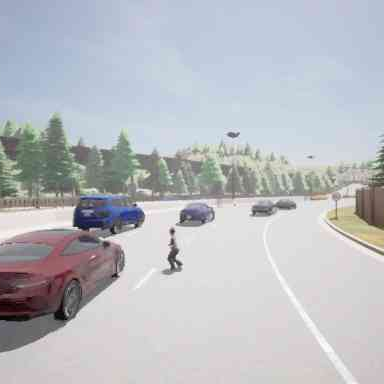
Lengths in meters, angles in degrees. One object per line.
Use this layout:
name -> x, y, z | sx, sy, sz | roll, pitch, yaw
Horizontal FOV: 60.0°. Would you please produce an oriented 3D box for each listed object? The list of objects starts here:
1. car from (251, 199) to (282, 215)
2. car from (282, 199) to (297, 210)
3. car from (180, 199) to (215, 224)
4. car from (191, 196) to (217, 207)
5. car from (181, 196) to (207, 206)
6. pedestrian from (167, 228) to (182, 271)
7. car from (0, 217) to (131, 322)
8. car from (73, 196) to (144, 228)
car -> 7.374, 1.548, 33.470 | 2.033, 1.411, 5.357 | 0, 0, 24
car -> 12.168, 1.564, 43.167 | 1.994, 1.385, 4.181 | 0, 0, 32
car -> 0.450, 1.526, 24.499 | 1.812, 1.442, 4.674 | 0, 0, 16
car -> 1.971, 1.477, 53.512 | 1.882, 1.535, 5.008 | 0, 0, 32
car -> 0.393, 1.491, 57.499 | 2.128, 1.511, 4.902 | 0, 0, 34
pedestrian -> -0.467, 1.574, 9.469 | 0.375, 1.300, 0.375 | 0, 0, 7
car -> -2.893, 1.526, 7.194 | 1.812, 1.442, 4.674 | 0, 0, 5
car -> -4.588, 1.221, 19.042 | 2.150, 2.045, 5.566 | 0, 0, 12
